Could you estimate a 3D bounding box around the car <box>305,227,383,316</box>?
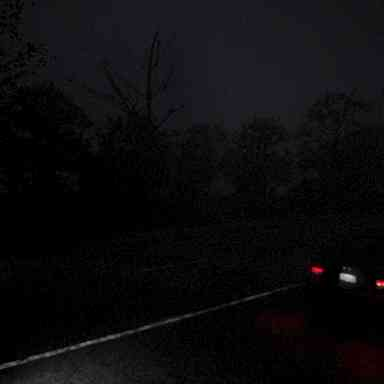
[{"bbox_3d":[4.664,1.452,7.076,5.357,1.411,2.033,-1,1,-36],"label":"car"}]
